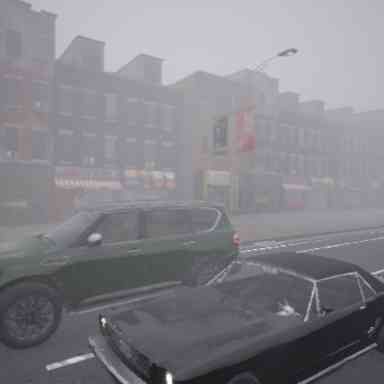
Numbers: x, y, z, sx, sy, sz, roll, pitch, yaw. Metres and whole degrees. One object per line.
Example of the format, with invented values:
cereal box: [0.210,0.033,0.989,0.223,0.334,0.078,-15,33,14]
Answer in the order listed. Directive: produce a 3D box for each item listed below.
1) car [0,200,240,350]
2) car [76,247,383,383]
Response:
car: [-1.494,1.216,6.611,5.566,2.045,2.150,0,0,-35]
car: [1.145,1.594,4.498,4.718,1.301,1.895,0,0,-35]
